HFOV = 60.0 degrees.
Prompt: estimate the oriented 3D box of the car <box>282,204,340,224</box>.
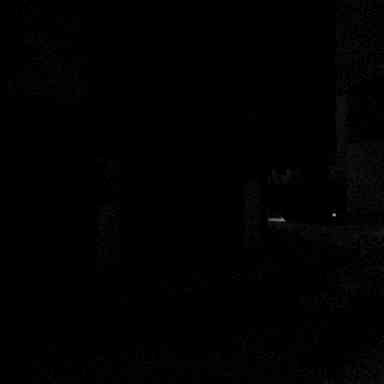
[{"bbox_3d":[8.808,1.574,24.806,1.994,1.385,4.181,0,0,-32],"label":"car"}]
